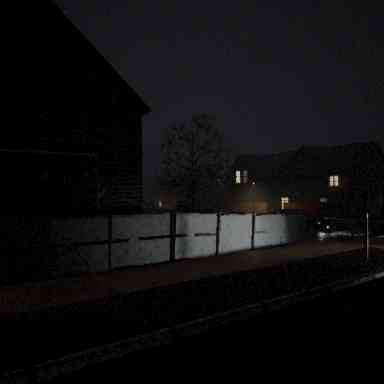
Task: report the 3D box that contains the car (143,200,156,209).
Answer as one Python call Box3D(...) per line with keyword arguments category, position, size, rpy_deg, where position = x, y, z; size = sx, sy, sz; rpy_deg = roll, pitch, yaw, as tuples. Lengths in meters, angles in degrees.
Box3D(category="car", position=(-7.291, 2.192, 48.099), size=(2.150, 2.045, 5.566), rpy_deg=(-1, -1, -35))

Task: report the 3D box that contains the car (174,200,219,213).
Box3D(category="car", position=(0.351, 1.827, 32.342), size=(2.150, 2.045, 5.566), rpy_deg=(-1, -1, -36))

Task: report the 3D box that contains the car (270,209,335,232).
Box3D(category="car", position=(6.967, 1.881, 23.031), size=(2.033, 1.411, 5.357), rpy_deg=(-1, -1, -36))

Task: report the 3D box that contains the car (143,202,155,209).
Box3D(category="car", position=(-7.114, 2.388, 42.898), size=(1.882, 1.535, 5.008), rpy_deg=(-1, -1, -35))
